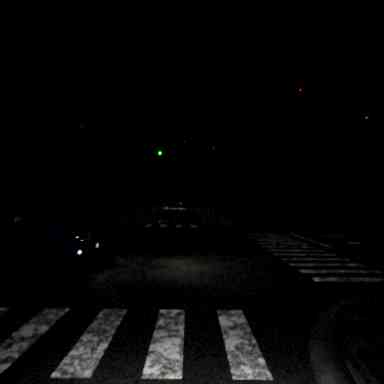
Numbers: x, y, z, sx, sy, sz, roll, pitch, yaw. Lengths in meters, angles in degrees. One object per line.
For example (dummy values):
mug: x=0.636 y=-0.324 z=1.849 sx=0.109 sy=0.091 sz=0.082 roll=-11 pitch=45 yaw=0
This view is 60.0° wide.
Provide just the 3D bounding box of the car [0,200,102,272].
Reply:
car: x=-5.771 y=1.283 z=10.544 sx=5.566 sy=2.045 sz=2.150 roll=1 pitch=-2 yaw=0

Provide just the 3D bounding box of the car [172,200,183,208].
car: x=-3.036 y=2.357 z=68.890 sx=2.097 sy=1.767 sz=4.553 roll=1 pitch=-1 yaw=0
